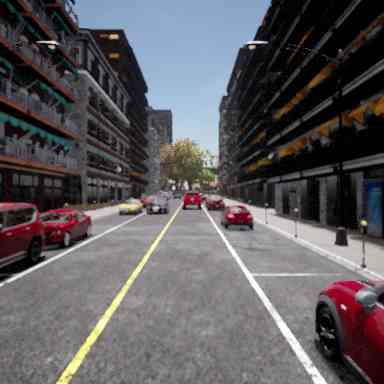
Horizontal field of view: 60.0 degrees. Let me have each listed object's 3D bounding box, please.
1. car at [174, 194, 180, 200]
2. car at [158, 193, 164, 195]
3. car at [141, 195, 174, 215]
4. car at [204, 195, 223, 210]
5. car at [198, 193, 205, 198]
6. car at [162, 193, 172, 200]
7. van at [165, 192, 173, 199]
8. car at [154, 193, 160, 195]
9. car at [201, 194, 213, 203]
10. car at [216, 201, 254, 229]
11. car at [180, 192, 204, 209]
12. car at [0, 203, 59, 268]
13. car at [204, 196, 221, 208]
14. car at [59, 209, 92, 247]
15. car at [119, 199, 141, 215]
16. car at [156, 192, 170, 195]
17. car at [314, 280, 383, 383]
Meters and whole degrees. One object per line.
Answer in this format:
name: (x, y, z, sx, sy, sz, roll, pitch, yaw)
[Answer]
car: (-3.095, 1.113, 72.631, 1.895, 1.301, 4.718, 0, 0, 0)
car: (-5.708, 1.233, 48.636, 2.008, 1.369, 4.403, 1, 0, 0)
car: (-3.138, 1.287, 31.228, 2.128, 1.511, 4.902, 0, 0, 0)
car: (2.655, 1.300, 37.317, 1.887, 1.381, 4.507, 1, 0, 0)
car: (2.581, 0.912, 94.449, 1.752, 1.417, 4.829, 1, 0, 0)
car: (-5.745, 1.049, 77.118, 2.008, 1.369, 4.403, 1, 0, 0)
van: (-5.749, 0.803, 82.813, 1.690, 1.788, 3.998, 1, 0, 0)
car: (-5.700, 1.264, 42.941, 1.887, 1.381, 4.507, 1, 0, 0)
car: (2.625, 1.152, 60.102, 1.887, 1.381, 4.507, 1, 0, 0)
car: (2.676, 1.449, 20.228, 1.802, 1.307, 4.206, 1, 0, 0)
car: (0.040, 0.958, 40.419, 2.150, 2.045, 5.566, 0, 1, 0)
car: (-5.685, 1.257, 8.762, 2.192, 1.841, 5.009, 1, 0, 0)
car: (2.647, 1.263, 43.013, 1.887, 1.381, 4.507, 1, 0, 0)
car: (-5.697, 1.450, 14.460, 1.887, 1.381, 4.507, 1, 0, 0)
car: (-5.692, 1.320, 31.377, 1.752, 1.417, 4.829, 1, 0, 0)
car: (-5.718, 0.924, 60.028, 2.192, 1.841, 5.009, 1, 0, 0)
car: (2.701, 1.419, 3.139, 1.967, 1.590, 4.097, 1, 0, 0)
